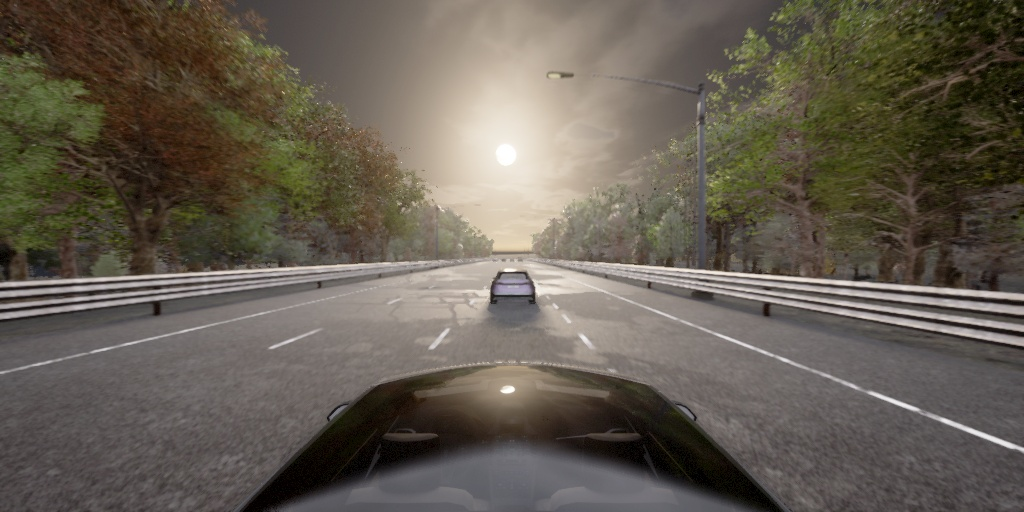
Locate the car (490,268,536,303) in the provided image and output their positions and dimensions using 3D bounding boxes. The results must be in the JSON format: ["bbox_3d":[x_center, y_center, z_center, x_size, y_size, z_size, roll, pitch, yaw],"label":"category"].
[{"bbox_3d":[0.037,1.338,16.737,2.033,1.649,4.856,0,-1,0],"label":"car"}]
